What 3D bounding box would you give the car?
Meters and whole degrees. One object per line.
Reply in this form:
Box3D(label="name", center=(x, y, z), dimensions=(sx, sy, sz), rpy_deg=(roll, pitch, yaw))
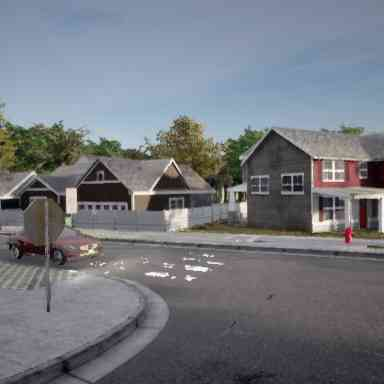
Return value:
Box3D(label="car", center=(-5.854, 2.086, 13.953), dimensions=(4.674, 1.442, 1.812), rpy_deg=(-2, 0, 32))
